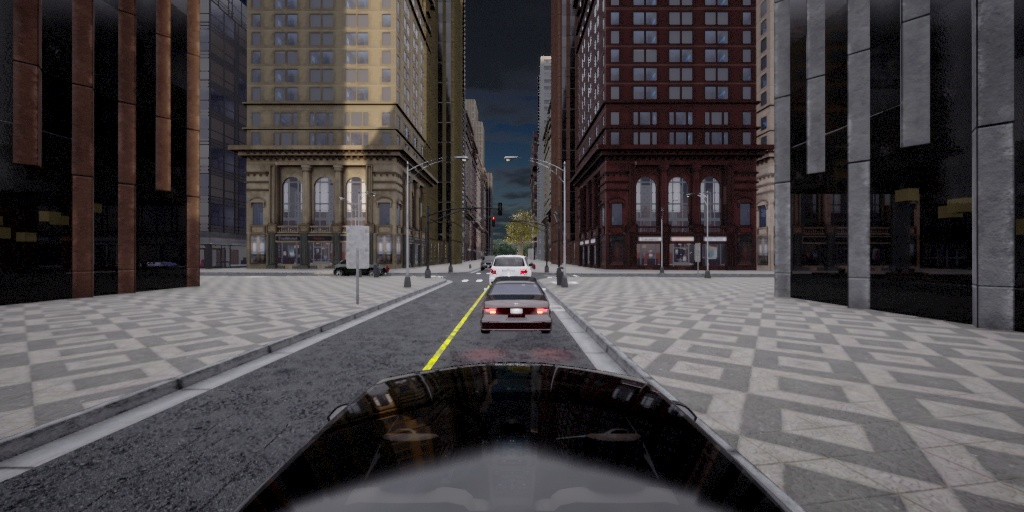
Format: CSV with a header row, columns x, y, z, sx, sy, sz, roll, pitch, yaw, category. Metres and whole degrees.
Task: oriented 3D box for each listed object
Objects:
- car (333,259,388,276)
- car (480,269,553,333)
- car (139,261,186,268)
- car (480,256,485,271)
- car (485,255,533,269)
x,y,z,sx,sy,sz,roll,pitch,yaw,category
-13.986,1.053,33.370,4.553,1.767,2.097,0,0,0,car
0.092,1.297,10.638,2.033,1.411,5.357,0,0,0,car
-32.531,1.198,33.371,5.357,1.411,2.033,0,0,0,car
-3.124,0.970,49.514,2.150,2.045,5.566,0,0,-1,car
0.019,0.971,20.883,2.150,2.045,5.566,0,0,4,car
